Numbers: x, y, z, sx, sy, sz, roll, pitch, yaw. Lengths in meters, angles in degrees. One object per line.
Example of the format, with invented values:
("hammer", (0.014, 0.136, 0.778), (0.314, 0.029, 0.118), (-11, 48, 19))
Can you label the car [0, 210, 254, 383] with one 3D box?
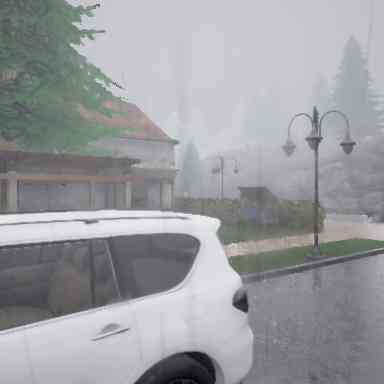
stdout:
("car", (-1.992, 1.221, 2.574), (5.566, 2.045, 2.150), (0, 0, -35))

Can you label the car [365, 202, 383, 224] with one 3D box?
("car", (13.653, 1.329, 21.183), (2.128, 1.511, 4.902), (0, 0, -31))

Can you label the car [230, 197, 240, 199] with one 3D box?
("car", (4.612, 1.345, 34.434), (1.837, 1.490, 4.892), (0, -1, -35))
